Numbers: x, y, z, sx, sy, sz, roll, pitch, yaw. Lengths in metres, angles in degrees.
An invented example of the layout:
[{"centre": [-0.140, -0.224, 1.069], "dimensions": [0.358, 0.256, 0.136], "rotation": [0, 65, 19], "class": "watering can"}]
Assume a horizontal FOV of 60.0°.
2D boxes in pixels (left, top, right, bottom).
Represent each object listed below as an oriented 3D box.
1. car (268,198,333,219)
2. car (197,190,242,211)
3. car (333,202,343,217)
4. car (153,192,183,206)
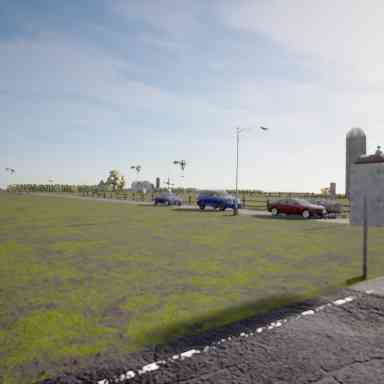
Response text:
[{"centre": [8.510, 1.268, 27.255], "dimensions": [1.882, 1.535, 5.008], "rotation": [1, 0, -36], "class": "car"}, {"centre": [2.762, 0.872, 35.169], "dimensions": [2.150, 2.045, 5.566], "rotation": [1, 0, -36], "class": "car"}, {"centre": [10.694, 1.330, 29.265], "dimensions": [2.128, 1.511, 4.902], "rotation": [1, 0, -36], "class": "car"}, {"centre": [-3.138, 0.862, 43.288], "dimensions": [2.097, 1.767, 4.553], "rotation": [1, 0, -36], "class": "car"}]
